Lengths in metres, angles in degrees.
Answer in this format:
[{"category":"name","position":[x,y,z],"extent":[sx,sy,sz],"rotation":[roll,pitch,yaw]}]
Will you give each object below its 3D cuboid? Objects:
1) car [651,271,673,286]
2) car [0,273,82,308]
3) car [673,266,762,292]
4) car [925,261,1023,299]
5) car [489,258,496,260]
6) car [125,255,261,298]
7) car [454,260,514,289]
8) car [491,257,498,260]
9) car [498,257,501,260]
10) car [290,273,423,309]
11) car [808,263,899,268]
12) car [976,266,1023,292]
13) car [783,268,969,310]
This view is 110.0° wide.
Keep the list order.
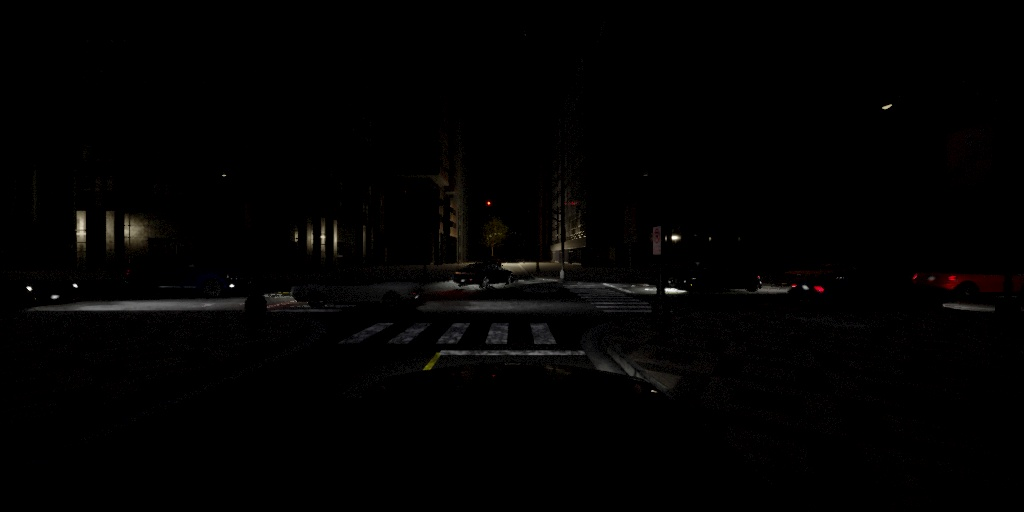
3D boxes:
[{"category":"car","position":[12.095,1.355,24.377],"extent":[4.718,1.301,1.895],"rotation":[0,0,3]},{"category":"car","position":[-20.745,1.343,14.563],"extent":[4.718,1.301,1.895],"rotation":[0,0,0]},{"category":"car","position":[12.184,1.324,21.125],"extent":[4.181,1.385,1.994],"rotation":[0,0,0]},{"category":"car","position":[22.751,1.131,17.630],"extent":[4.553,1.767,2.097],"rotation":[0,0,0]},{"category":"car","position":[-3.085,1.241,36.106],"extent":[2.128,1.511,4.902],"rotation":[0,0,0]},{"category":"car","position":[-15.683,0.962,17.773],"extent":[5.566,2.045,2.150],"rotation":[0,0,0]},{"category":"car","position":[-1.665,1.240,23.170],"extent":[2.128,1.511,4.902],"rotation":[1,0,31]},{"category":"car","position":[-3.103,1.254,46.061],"extent":[1.837,1.490,4.892],"rotation":[0,0,0]},{"category":"car","position":[-3.115,1.313,56.046],"extent":[1.994,1.385,4.181],"rotation":[0,0,0]},{"category":"car","position":[-6.078,1.352,14.501],"extent":[4.718,1.301,1.895],"rotation":[0,0,0]},{"category":"car","position":[20.880,1.262,21.087],"extent":[4.902,1.511,2.128],"rotation":[0,0,0]},{"category":"car","position":[30.762,1.310,21.040],"extent":[4.674,1.442,1.812],"rotation":[0,0,0]},{"category":"car","position":[14.296,1.322,14.415],"extent":[5.357,1.411,2.033],"rotation":[0,0,0]}]
